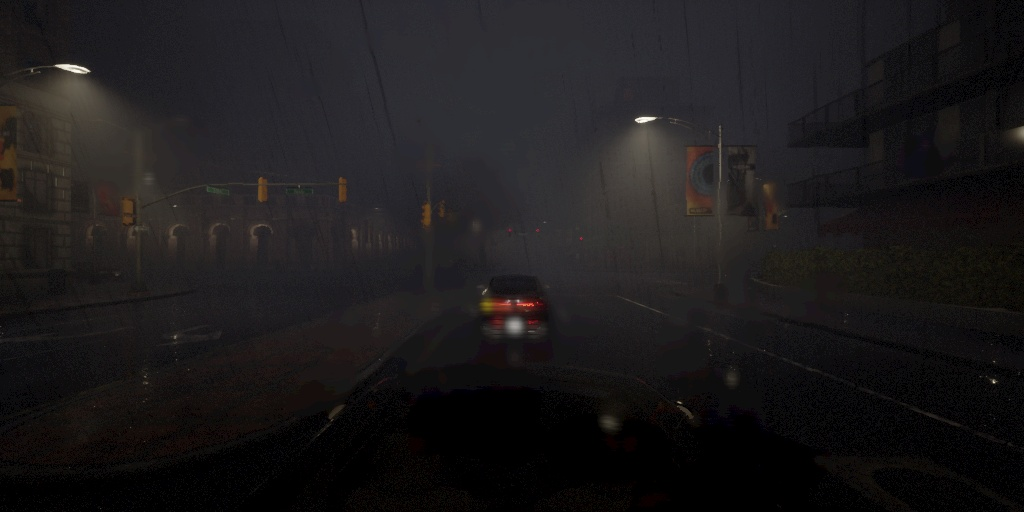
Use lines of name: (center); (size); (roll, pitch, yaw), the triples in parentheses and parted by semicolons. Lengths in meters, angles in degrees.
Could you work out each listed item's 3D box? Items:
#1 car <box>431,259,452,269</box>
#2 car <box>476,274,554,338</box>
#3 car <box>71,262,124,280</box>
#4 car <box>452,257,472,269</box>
car: (-11.545, 1.276, 58.574); (1.812, 1.442, 4.674); (0, 0, 0)
car: (0.077, 1.255, 10.153); (1.837, 1.490, 4.892); (0, 0, 0)
car: (-33.901, 1.242, 28.551); (4.902, 1.511, 2.128); (0, 0, 0)
car: (-8.054, 1.276, 58.349); (1.812, 1.442, 4.674); (0, 0, 0)
